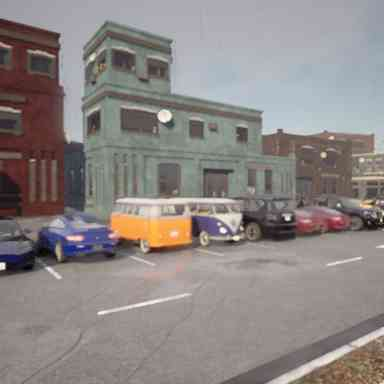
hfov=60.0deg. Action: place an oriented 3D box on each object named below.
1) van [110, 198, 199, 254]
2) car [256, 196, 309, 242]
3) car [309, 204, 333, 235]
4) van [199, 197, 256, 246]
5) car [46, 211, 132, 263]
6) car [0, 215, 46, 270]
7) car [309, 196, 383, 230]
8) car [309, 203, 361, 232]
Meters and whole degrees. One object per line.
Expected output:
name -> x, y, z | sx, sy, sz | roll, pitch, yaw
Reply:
van -> -1.891, 1.263, 13.764 | 1.878, 1.987, 4.442 | 0, 0, -35
car -> 2.692, 1.263, 16.910 | 2.435, 2.045, 5.566 | 0, 0, -35
car -> 4.974, 1.568, 18.493 | 2.002, 1.452, 4.674 | 0, 0, -35
van -> 0.509, 1.274, 15.182 | 1.878, 1.987, 4.442 | 0, 0, -35
car -> -4.191, 1.518, 11.984 | 2.002, 1.452, 4.674 | 0, 0, -35
car -> -6.339, 1.498, 10.425 | 2.163, 1.488, 4.792 | 0, 0, -35
car -> 9.420, 1.308, 21.618 | 2.435, 2.045, 5.566 | 0, 0, -35
car -> 7.188, 1.583, 20.064 | 2.002, 1.452, 4.674 | 0, 0, -35
